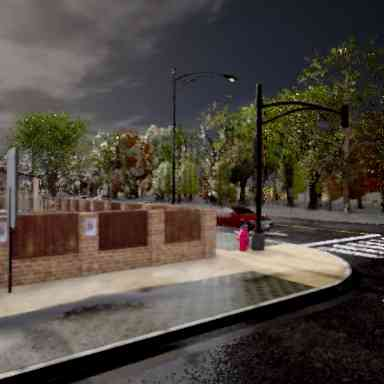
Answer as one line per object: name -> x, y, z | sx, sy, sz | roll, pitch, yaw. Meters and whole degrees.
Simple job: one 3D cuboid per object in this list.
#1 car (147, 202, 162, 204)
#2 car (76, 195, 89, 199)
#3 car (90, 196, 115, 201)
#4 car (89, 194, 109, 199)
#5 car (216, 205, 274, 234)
car -> -3.138, 1.544, 27.844 | 1.994, 1.385, 4.181 | 0, 0, -35
car -> -21.156, 1.356, 64.541 | 1.837, 1.490, 4.892 | 0, 0, -36
car -> -9.124, 1.464, 36.221 | 1.812, 1.442, 4.674 | 0, 0, -35
car -> -15.122, 1.251, 56.106 | 2.097, 1.767, 4.553 | 0, 0, -36
car -> 2.669, 1.545, 19.722 | 1.812, 1.442, 4.674 | 0, 0, -36
